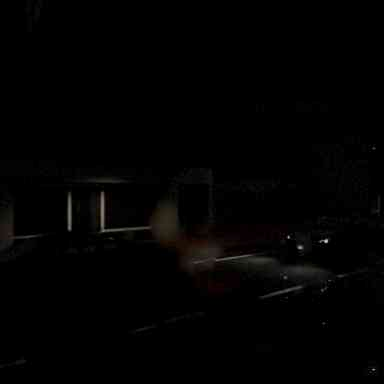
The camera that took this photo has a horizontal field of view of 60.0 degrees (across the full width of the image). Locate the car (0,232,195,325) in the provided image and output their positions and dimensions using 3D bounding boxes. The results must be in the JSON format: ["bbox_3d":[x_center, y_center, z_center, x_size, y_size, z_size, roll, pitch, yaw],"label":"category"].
[{"bbox_3d":[-2.519,1.544,6.492,5.357,1.411,2.033,0,0,-36],"label":"car"}]

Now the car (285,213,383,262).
[{"bbox_3d":[5.407,1.512,12.127,4.674,1.442,1.812,0,0,-35],"label":"car"}]
